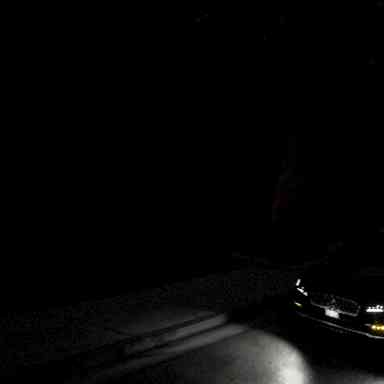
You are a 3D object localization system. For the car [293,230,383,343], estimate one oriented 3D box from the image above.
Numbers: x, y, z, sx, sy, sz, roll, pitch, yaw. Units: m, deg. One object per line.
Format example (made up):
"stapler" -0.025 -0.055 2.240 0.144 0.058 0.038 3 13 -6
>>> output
"car" 3.879 1.564 6.545 4.892 1.490 1.837 1 0 -42
